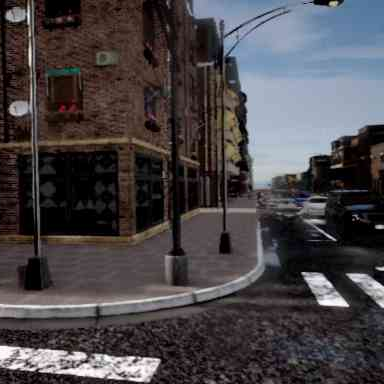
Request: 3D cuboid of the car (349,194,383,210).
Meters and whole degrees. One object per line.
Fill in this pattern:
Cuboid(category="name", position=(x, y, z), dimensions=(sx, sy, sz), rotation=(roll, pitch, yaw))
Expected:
Cuboid(category="car", position=(16.484, 0.893, 31.360), dimensions=(2.008, 1.369, 4.403), rotation=(-1, 1, 11))

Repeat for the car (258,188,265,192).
Cuboid(category="car", position=(13.522, 0.452, 60.886), dimensions=(1.967, 1.590, 4.097), rotation=(-1, 1, 11))

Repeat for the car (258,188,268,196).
Cuboid(category="car", position=(17.741, -0.006, 83.273), dimensions=(2.192, 1.841, 5.009), rotation=(-1, 1, 11))

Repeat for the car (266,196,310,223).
Cuboid(category="car", position=(6.137, 1.174, 21.707), dimensions=(2.008, 1.369, 4.403), rotation=(-1, 1, 11))

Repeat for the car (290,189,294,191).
Cuboid(category="car", position=(27.040, 0.076, 87.334), dimensions=(1.802, 1.307, 4.206), rotation=(-1, 1, 11))

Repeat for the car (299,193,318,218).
Cuboid(category="car", position=(9.351, 1.061, 24.750), dimensions=(1.812, 1.442, 4.674), rotation=(-1, 1, 11))

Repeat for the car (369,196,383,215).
Cuboid(category="car", position=(15.429, 1.013, 25.762), dimensions=(1.802, 1.307, 4.206), rotation=(-1, 1, 11))

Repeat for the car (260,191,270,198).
Cuboid(category="car", position=(14.548, 0.455, 66.317), dimensions=(1.752, 1.417, 4.829), rotation=(-1, 1, 11))

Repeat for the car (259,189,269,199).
Cuboid(category="car", position=(11.382, 0.711, 49.526), dimensions=(1.752, 1.417, 4.829), rotation=(-1, 1, 11))

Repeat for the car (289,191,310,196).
Cuboid(category="car", position=(11.203, 0.906, 34.524), dimensions=(1.812, 1.442, 4.674), rotation=(-1, 1, 11))

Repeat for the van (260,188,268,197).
Cuboid(category="van", position=(16.687, 0.102, 77.678), dimensions=(1.690, 1.788, 3.998), rotation=(-1, 1, 11))

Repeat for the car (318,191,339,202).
Cuboid(category="car", position=(19.651, 0.631, 48.151), dimensions=(2.008, 1.369, 4.403), rotation=(-1, 1, 11))

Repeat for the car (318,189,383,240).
Cuboid(category="car", position=(7.537, 0.911, 15.141), dimensions=(2.150, 2.045, 5.566), rotation=(-1, 1, 11))

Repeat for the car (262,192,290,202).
Cuboid(category="car", position=(8.248, 0.996, 32.902), dimensions=(2.008, 1.369, 4.403), rotation=(-1, 1, 11))
